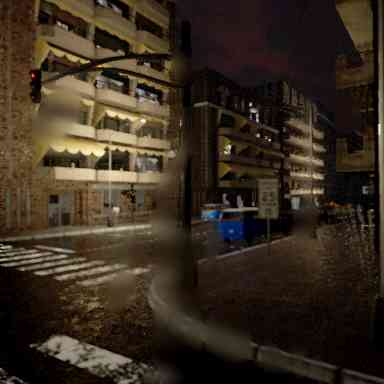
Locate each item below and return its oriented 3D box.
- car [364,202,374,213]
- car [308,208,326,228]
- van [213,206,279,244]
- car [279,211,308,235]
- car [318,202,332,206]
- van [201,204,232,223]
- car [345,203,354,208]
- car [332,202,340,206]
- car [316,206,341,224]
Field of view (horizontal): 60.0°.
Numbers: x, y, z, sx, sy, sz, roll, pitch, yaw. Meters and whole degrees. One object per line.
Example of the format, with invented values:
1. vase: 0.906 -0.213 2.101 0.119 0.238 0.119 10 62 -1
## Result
1. car: 31.764 2.717 58.939 2.192 1.841 5.009 -2 -2 35
2. car: 9.312 2.239 27.319 1.802 1.307 4.206 -2 -2 35
3. van: 3.040 1.783 18.191 1.690 1.788 3.998 -2 -2 35
4. car: 6.108 2.116 22.801 1.947 1.339 4.313 -2 -2 35
5. car: 24.900 3.054 63.734 1.802 1.307 4.206 -2 -2 35
6. van: 2.469 2.068 32.111 1.690 1.788 3.998 -2 -2 35
7. car: 40.821 3.521 86.191 1.752 1.417 4.829 -2 -2 35
8. car: 28.101 2.893 68.261 2.192 1.841 5.009 -2 -2 35
9. car: 12.516 2.314 31.839 2.008 1.369 4.403 -2 -2 35
